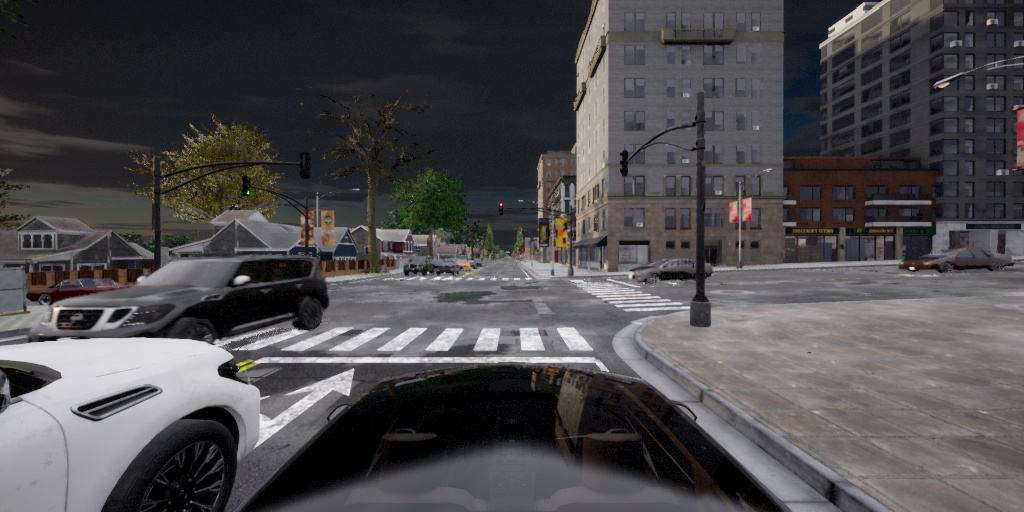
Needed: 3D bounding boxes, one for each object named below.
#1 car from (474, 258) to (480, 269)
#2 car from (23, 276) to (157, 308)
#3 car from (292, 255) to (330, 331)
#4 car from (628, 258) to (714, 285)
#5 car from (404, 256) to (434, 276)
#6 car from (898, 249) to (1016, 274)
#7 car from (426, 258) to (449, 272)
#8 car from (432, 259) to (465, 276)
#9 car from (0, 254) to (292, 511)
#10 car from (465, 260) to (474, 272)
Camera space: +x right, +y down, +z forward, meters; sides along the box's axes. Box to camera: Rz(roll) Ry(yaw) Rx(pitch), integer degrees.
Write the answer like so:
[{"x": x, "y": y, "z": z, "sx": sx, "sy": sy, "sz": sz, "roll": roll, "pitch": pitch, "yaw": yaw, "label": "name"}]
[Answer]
[{"x": -6.646, "y": 1.333, "z": 57.029, "sx": 1.812, "sy": 1.442, "sz": 4.674, "roll": 0, "pitch": 0, "yaw": 0, "label": "car"}, {"x": -21.640, "y": 1.806, "z": 18.534, "sx": 4.718, "sy": 1.301, "sz": 1.895, "roll": -2, "pitch": 0, "yaw": 0, "label": "car"}, {"x": -6.535, "y": 0.976, "z": 8.199, "sx": 2.150, "sy": 2.045, "sz": 5.566, "roll": 0, "pitch": 0, "yaw": 4, "label": "car"}, {"x": 9.520, "y": 0.891, "z": 21.670, "sx": 4.902, "sy": 1.511, "sz": 2.128, "roll": -2, "pitch": 0, "yaw": -5, "label": "car"}, {"x": -9.880, "y": 0.990, "z": 38.593, "sx": 2.150, "sy": 2.045, "sz": 5.566, "roll": 0, "pitch": 0, "yaw": 0, "label": "car"}, {"x": 27.122, "y": 0.275, "z": 21.941, "sx": 5.357, "sy": 1.411, "sz": 2.033, "roll": -2, "pitch": 0, "yaw": 0, "label": "car"}, {"x": -9.890, "y": 1.136, "z": 48.065, "sx": 2.097, "sy": 1.767, "sz": 4.553, "roll": 0, "pitch": 0, "yaw": 0, "label": "car"}, {"x": -6.633, "y": 1.316, "z": 37.900, "sx": 2.033, "sy": 1.411, "sz": 5.357, "roll": 0, "pitch": 0, "yaw": 0, "label": "car"}, {"x": -3.145, "y": 0.972, "z": 0.558, "sx": 2.150, "sy": 2.045, "sz": 5.566, "roll": 0, "pitch": 0, "yaw": 0, "label": "car"}, {"x": -6.643, "y": 1.261, "z": 47.692, "sx": 1.882, "sy": 1.535, "sz": 5.008, "roll": 0, "pitch": 0, "yaw": 0, "label": "car"}]
